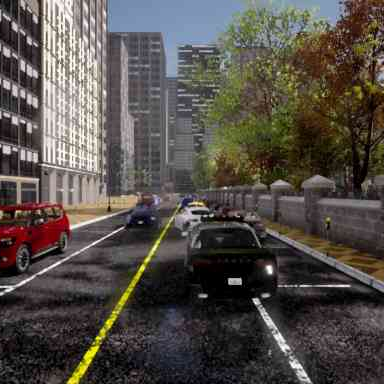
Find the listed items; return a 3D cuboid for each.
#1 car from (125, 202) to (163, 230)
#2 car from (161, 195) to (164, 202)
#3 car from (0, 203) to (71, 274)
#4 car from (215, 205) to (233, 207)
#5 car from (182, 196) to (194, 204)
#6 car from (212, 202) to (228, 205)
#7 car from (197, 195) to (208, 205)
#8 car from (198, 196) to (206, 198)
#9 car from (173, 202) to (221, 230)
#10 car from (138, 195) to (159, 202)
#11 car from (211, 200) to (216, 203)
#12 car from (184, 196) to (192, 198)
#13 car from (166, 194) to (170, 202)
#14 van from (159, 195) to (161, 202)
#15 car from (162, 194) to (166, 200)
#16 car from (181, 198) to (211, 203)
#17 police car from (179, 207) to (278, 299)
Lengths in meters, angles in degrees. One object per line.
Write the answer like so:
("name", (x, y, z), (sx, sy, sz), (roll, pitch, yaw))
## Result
("car", (-2.969, 1.560, 21.071), (1.994, 1.385, 4.181), (0, 0, -1))
("car", (-6.095, 1.562, 55.005), (1.802, 1.307, 4.206), (0, 0, -1))
("car", (-5.553, 1.314, 10.677), (2.192, 1.841, 5.009), (0, 0, -1))
("car", (2.407, 1.548, 16.175), (2.008, 1.369, 4.403), (0, 0, -1))
("car", (-0.742, 1.466, 63.919), (2.128, 1.511, 4.902), (0, 0, -1))
("car", (2.339, 1.577, 21.724), (1.802, 1.307, 4.206), (0, 0, -1))
("car", (1.862, 1.417, 60.570), (1.967, 1.590, 4.097), (0, 0, -1))
("car", (1.998, 1.566, 49.471), (1.802, 1.307, 4.206), (0, 0, -1))
("car", (0.169, 1.522, 18.317), (1.812, 1.442, 4.674), (0, 0, -13))
("car", (-5.960, 1.302, 43.923), (2.192, 1.841, 5.009), (0, 0, -1))
("car", (2.270, 1.560, 27.274), (1.947, 1.339, 4.313), (0, 0, -1))
("car", (-0.488, 1.464, 45.846), (1.882, 1.535, 5.008), (0, 0, 0))
("car", (-6.222, 1.280, 77.168), (2.192, 1.841, 5.009), (0, 0, -1))
("van", (-6.027, 1.325, 49.464), (1.690, 1.788, 3.998), (0, 0, -1))
("car", (-6.161, 1.502, 60.375), (1.752, 1.417, 4.829), (0, 0, -1))
("car", (0.310, 1.451, 24.749), (1.801, 1.575, 5.366), (0, 0, 4))
("police car", (0.756, 1.424, 8.636), (1.930, 1.638, 5.238), (0, 0, -1))
